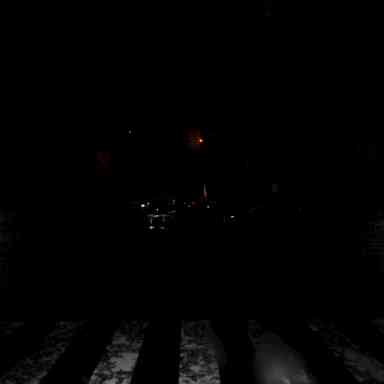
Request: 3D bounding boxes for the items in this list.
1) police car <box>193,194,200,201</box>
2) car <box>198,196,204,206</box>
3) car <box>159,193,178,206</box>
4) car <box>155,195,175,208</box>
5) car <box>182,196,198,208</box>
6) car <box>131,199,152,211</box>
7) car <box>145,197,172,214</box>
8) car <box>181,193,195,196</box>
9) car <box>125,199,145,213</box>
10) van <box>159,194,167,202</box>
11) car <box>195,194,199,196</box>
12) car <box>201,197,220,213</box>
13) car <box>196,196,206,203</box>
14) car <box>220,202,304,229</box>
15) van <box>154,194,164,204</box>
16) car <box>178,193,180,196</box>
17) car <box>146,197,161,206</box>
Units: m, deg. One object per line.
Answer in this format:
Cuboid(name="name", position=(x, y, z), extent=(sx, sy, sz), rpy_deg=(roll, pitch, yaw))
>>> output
Cuboid(name="police car", position=(1.246, 1.464, 90.590), extent=(1.930, 1.638, 5.238), rpy_deg=(0, 0, -1))
Cuboid(name="car", position=(2.242, 1.554, 47.300), extent=(1.887, 1.381, 4.507), rpy_deg=(0, 0, -1))
Cuboid(name="car", position=(-3.684, 1.364, 52.663), extent=(2.097, 1.767, 4.553), rpy_deg=(0, 0, -1))
Cuboid(name="car", position=(-3.563, 1.485, 43.513), extent=(1.882, 1.535, 5.008), rpy_deg=(0, 0, -1))
Cuboid(name="car", position=(-0.437, 1.610, 48.466), extent=(1.895, 1.301, 4.718), rpy_deg=(0, 0, -1))
Cuboid(name="car", position=(-6.200, 1.558, 41.289), extent=(2.008, 1.369, 4.403), rpy_deg=(0, 0, -1))
Cuboid(name="car", position=(-3.449, 1.569, 34.700), extent=(1.994, 1.385, 4.181), rpy_deg=(0, 0, -2))
Cuboid(name="car", position=(-0.732, 1.514, 69.774), extent=(2.128, 1.511, 4.902), rpy_deg=(0, 0, -1))
Cuboid(name="car", position=(-6.131, 1.556, 36.297), extent=(2.008, 1.369, 4.403), rpy_deg=(0, 0, -1))
Cuboid(name="van", position=(-6.704, 1.369, 77.511), extent=(1.690, 1.788, 3.998), rpy_deg=(0, 0, -1))
Cuboid(name="car", position=(2.029, 1.568, 62.615), extent=(2.008, 1.369, 4.403), rpy_deg=(0, 0, -1))
Cuboid(name="car", position=(2.393, 1.556, 36.412), extent=(2.008, 1.369, 4.403), rpy_deg=(0, 0, -1))
Cuboid(name="car", position=(1.882, 1.590, 73.193), extent=(1.947, 1.339, 4.313), rpy_deg=(0, 0, -1))
Cuboid(name="car", position=(4.485, 1.410, 20.930), extent=(4.902, 1.511, 2.128), rpy_deg=(-2, 1, -1))
Cuboid(name="van", position=(-6.554, 1.361, 66.685), extent=(1.690, 1.788, 3.998), rpy_deg=(0, 0, -1))
Cuboid(name="car", position=(-3.790, 1.509, 62.442), extent=(2.128, 1.511, 4.902), rpy_deg=(0, 0, 0))
Cuboid(name="car", position=(-6.403, 1.579, 55.859), extent=(1.947, 1.339, 4.313), rpy_deg=(0, 0, -1))
